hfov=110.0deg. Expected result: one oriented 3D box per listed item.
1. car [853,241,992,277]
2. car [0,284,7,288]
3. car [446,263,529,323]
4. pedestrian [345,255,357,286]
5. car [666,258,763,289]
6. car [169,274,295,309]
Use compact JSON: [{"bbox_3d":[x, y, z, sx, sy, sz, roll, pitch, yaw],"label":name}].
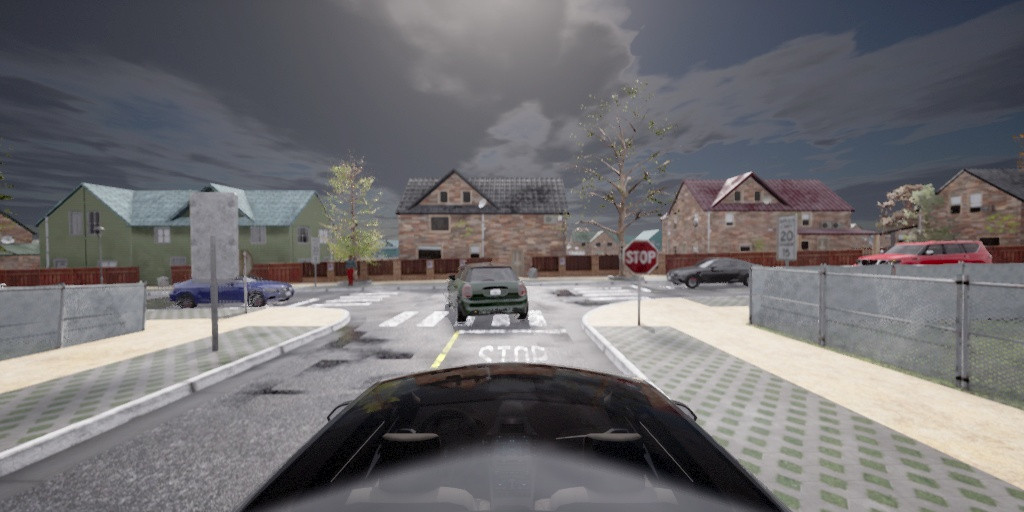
[{"bbox_3d":[20.894,0.269,18.349,5.566,2.045,2.150,-1,1,0],"label":"car"},{"bbox_3d":[-23.699,1.695,15.465,4.674,1.442,1.812,-1,1,0],"label":"car"},{"bbox_3d":[-1.009,1.012,12.126,2.097,1.767,4.553,-1,1,-15],"label":"car"},{"bbox_3d":[-9.599,0.840,21.293,0.375,1.860,0.375,0,3,0],"label":"pedestrian"},{"bbox_3d":[10.386,0.821,18.366,4.674,1.442,1.812,-1,1,0],"label":"car"},{"bbox_3d":[-11.972,1.418,15.445,4.674,1.442,1.812,-1,1,0],"label":"car"}]
